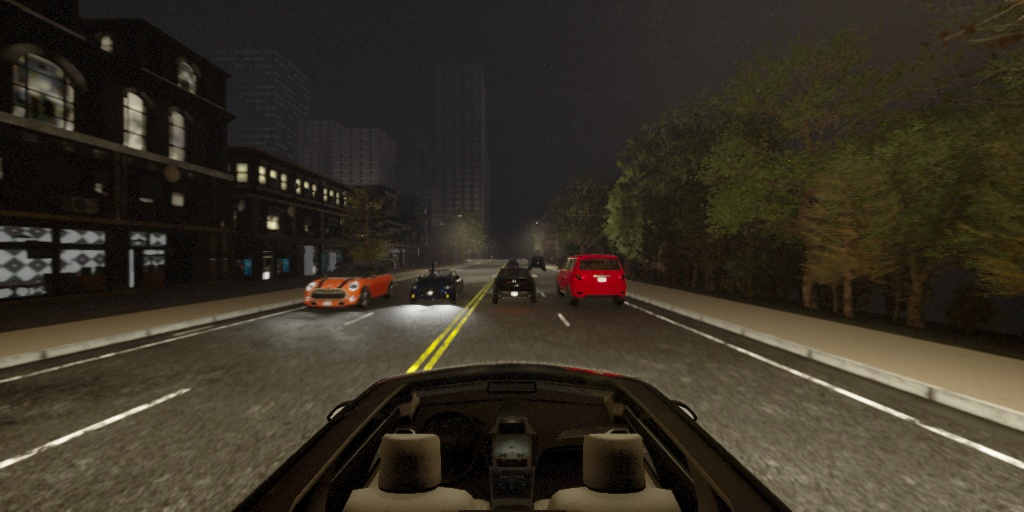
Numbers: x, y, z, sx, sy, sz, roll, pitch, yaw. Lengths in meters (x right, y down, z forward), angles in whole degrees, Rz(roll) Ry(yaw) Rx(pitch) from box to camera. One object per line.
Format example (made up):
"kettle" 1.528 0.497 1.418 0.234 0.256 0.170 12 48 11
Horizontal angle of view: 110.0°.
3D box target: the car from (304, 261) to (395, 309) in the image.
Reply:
"car" -6.596 1.110 15.059 2.097 1.767 4.553 0 0 0

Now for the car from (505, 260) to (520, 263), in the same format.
"car" 0.104 1.276 51.903 1.837 1.490 4.892 0 0 0

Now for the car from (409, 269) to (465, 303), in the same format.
"car" -3.346 1.323 16.659 1.994 1.385 4.181 0 0 0

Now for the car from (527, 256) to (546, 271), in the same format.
"car" 3.354 0.992 49.295 2.150 2.045 5.566 0 0 0

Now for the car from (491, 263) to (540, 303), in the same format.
"car" 0.101 1.264 16.816 1.837 1.490 4.892 0 0 0

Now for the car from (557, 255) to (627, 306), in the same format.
"car" 3.351 0.980 16.004 2.150 2.045 5.566 0 0 0
